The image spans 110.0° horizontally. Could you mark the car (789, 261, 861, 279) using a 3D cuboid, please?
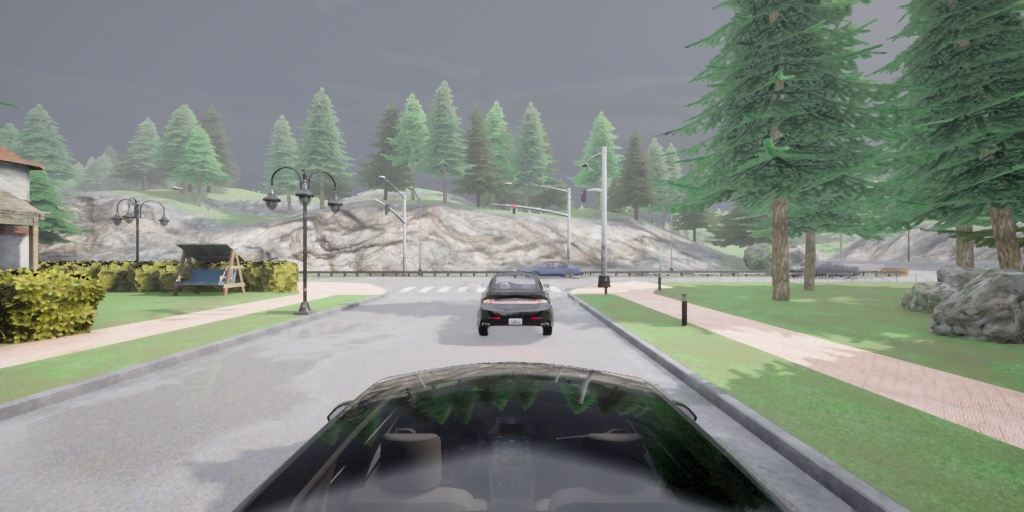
[{"bbox_3d":[25.277,1.135,29.446,5.357,1.411,2.033,0,0,1],"label":"car"}]

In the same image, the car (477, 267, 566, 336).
[{"bbox_3d":[0.098,1.242,10.383,2.128,1.511,4.902,0,0,1],"label":"car"}]

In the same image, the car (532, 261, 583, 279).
[{"bbox_3d":[3.043,1.135,29.277,5.357,1.411,2.033,0,0,-7],"label":"car"}]
